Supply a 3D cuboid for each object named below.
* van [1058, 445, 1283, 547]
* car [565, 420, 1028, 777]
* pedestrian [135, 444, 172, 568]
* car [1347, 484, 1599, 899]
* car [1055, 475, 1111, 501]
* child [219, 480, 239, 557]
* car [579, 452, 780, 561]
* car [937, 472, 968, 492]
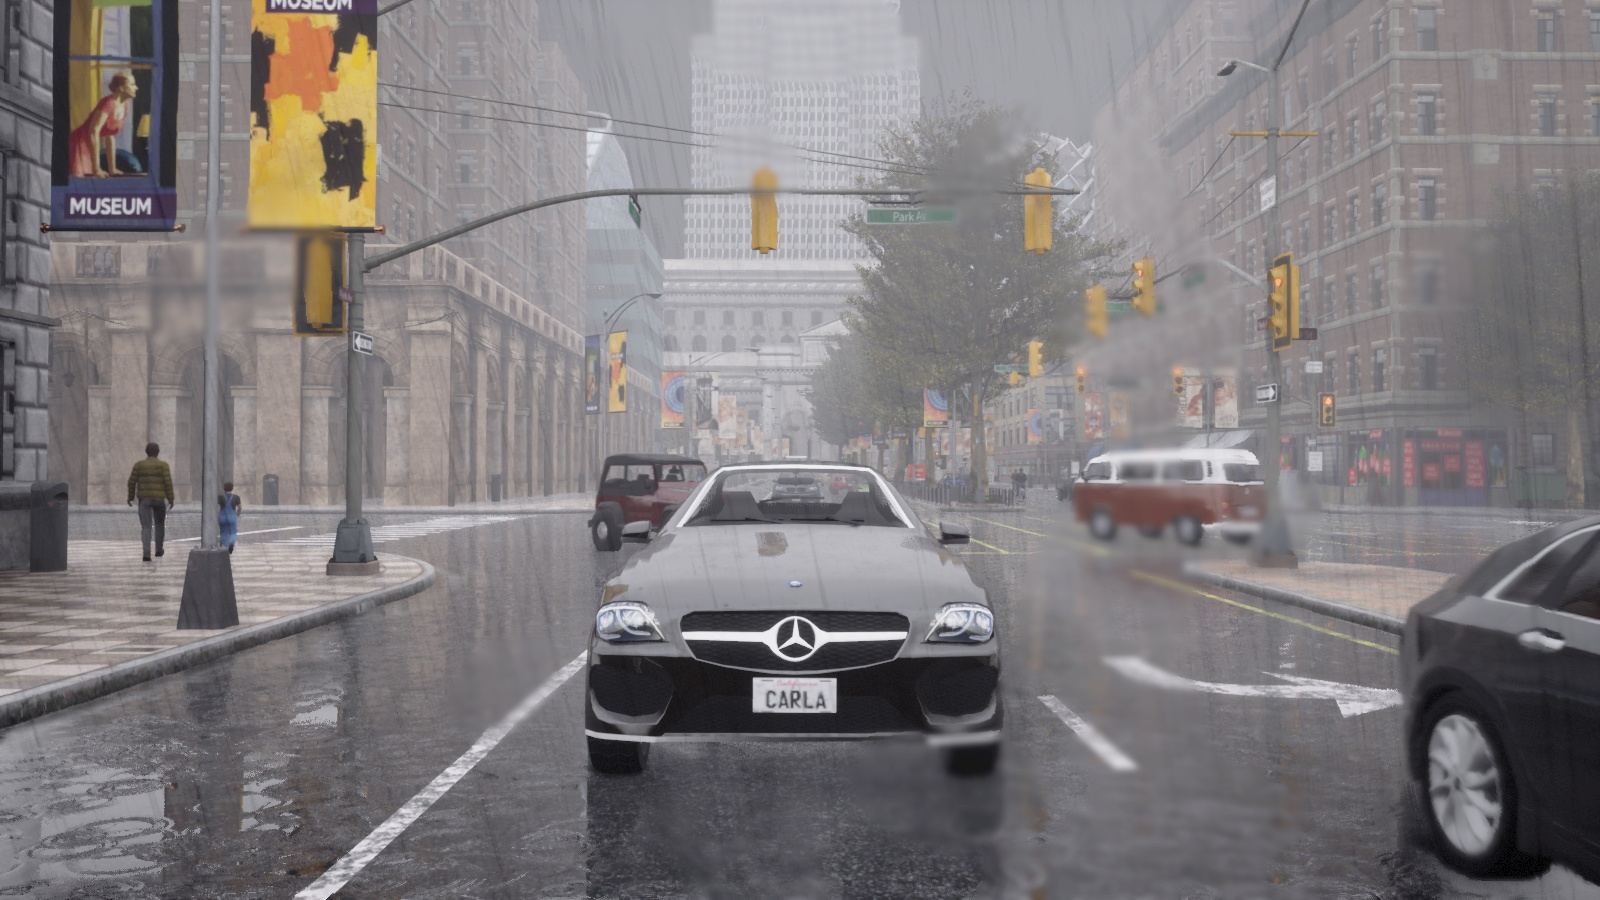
[{"bbox_3d":[8.000,0.967,27.526,2.069,2.038,4.480,1,-1,-32],"label":"van"},{"bbox_3d":[-0.025,0.733,8.363,2.152,1.651,5.027,0,-1,0],"label":"car"},{"bbox_3d":[-9.766,0.828,18.979,0.370,1.835,0.726,0,-1,-17],"label":"pedestrian"},{"bbox_3d":[3.490,0.863,3.421,1.837,1.490,4.892,0,-1,0],"label":"car"},{"bbox_3d":[14.816,1.961,65.996,1.895,1.301,4.718,0,-1,0],"label":"car"},{"bbox_3d":[-9.522,1.140,20.935,0.270,1.263,0.437,0,-1,-20],"label":"child"},{"bbox_3d":[-2.345,1.017,23.703,1.905,1.878,3.866,1,-1,-40],"label":"car"},{"bbox_3d":[11.240,2.336,92.726,1.816,1.474,4.193,0,-1,0],"label":"car"}]
